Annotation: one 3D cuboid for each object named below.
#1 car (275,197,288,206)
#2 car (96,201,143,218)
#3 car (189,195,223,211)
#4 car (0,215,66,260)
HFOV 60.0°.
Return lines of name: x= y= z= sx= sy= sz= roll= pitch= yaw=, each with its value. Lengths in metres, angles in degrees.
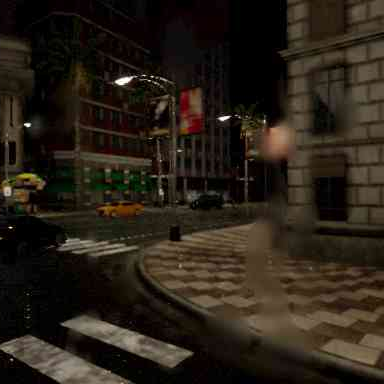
car: x=16.374 y=1.632 z=56.953 sx=5.008 sy=1.535 sz=1.882 roll=0 pitch=0 yaw=-30
car: x=-7.060 y=1.636 z=32.683 sx=1.882 sy=1.535 sz=5.008 roll=0 pitch=0 yaw=36
car: x=1.952 y=1.390 z=44.709 sx=2.150 sy=2.045 sz=5.566 roll=0 pitch=0 yaw=39
car: x=-6.569 y=1.604 z=12.635 sx=1.812 sy=1.442 sz=4.674 roll=-1 pitch=0 yaw=4
